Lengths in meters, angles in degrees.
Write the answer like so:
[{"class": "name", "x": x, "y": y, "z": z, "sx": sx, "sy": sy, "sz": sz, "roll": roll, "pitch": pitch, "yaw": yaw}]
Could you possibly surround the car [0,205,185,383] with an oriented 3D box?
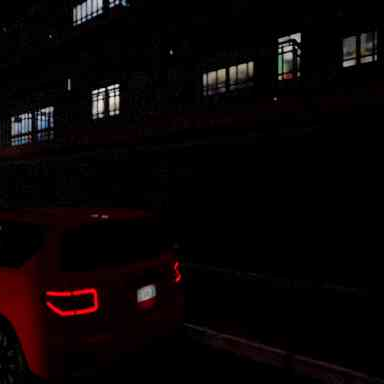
[{"class": "car", "x": -2.695, "y": 1.237, "z": 5.311, "sx": 5.566, "sy": 2.045, "sz": 2.150, "roll": 0, "pitch": 0, "yaw": 36}]
